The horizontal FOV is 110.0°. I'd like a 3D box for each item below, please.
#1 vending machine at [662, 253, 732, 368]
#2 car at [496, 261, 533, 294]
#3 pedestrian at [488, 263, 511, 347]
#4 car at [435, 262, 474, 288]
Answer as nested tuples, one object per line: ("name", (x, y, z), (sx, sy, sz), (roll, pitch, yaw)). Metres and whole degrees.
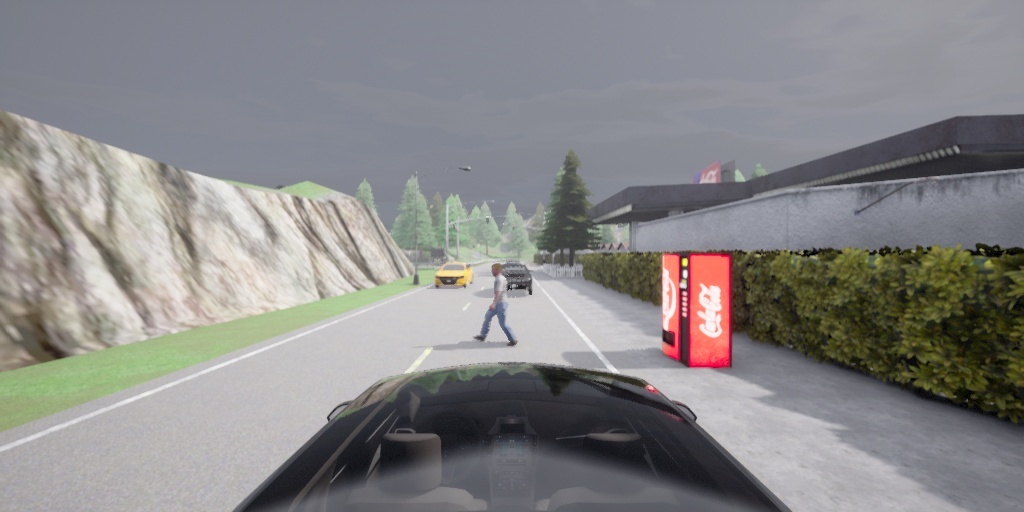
("vending machine", (3.501, 0.924, 6.886), (1.100, 2.100, 0.880), (0, 0, 0))
("car", (0.108, 1.181, 19.499), (1.837, 1.490, 4.892), (0, 0, 0))
("pedestrian", (-0.271, 1.019, 7.812), (0.375, 1.860, 0.375), (0, 0, 0))
("car", (-3.587, 1.141, 22.807), (1.882, 1.535, 5.008), (0, 0, 0))
